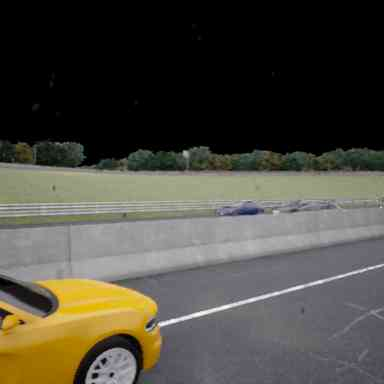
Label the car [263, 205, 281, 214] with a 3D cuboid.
[{"bbox_3d":[8.541,1.489,27.352,4.902,1.511,2.128,0,0,-36],"label":"car"}]

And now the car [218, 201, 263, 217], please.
[{"bbox_3d":[4.373,1.526,28.649,4.674,1.442,1.812,0,0,-36],"label":"car"}]

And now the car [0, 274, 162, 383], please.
[{"bbox_3d":[-2.668,1.480,3.254,5.008,1.535,1.882,0,0,-36],"label":"car"}]

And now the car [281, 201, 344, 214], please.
[{"bbox_3d":[8.745,1.503,23.186,4.892,1.490,1.837,0,0,-36],"label":"car"}]
